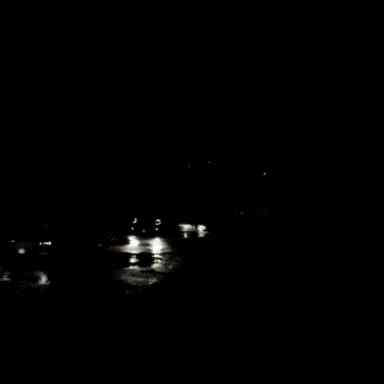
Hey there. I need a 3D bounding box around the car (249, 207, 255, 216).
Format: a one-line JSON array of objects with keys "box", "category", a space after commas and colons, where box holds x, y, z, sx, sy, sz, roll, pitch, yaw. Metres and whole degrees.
[{"box": [9.099, 3.354, 57.205, 2.128, 1.511, 4.902, 2, -2, 14], "category": "car"}]

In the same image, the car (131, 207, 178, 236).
[{"box": [-2.454, 1.936, 22.897, 2.097, 1.767, 4.553, 2, -2, 14], "category": "car"}]

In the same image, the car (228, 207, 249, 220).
[{"box": [6.145, 2.805, 45.292, 2.097, 1.767, 4.553, 2, -2, 13], "category": "car"}]

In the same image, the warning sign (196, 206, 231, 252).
[{"box": [0.979, 1.601, 14.682, 1.300, 1.860, 1.060, 2, -1, 14], "category": "warning sign"}]

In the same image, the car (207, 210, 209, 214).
[{"box": [0.762, 2.503, 35.802, 1.882, 1.535, 5.008, 2, -1, 14], "category": "car"}]

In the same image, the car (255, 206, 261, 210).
[{"box": [16.371, 4.259, 82.939, 1.882, 1.535, 5.008, 2, -2, 14], "category": "car"}]

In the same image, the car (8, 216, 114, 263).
[{"box": [-4.903, 1.743, 13.189, 2.128, 1.511, 4.902, 2, -2, 15], "category": "car"}]
